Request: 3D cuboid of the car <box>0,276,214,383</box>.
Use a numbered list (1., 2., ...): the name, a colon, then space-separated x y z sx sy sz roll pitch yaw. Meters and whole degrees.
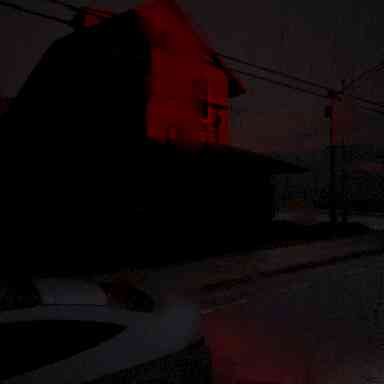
1. car: -1.940 1.526 2.584 4.674 1.442 1.812 0 0 -35
